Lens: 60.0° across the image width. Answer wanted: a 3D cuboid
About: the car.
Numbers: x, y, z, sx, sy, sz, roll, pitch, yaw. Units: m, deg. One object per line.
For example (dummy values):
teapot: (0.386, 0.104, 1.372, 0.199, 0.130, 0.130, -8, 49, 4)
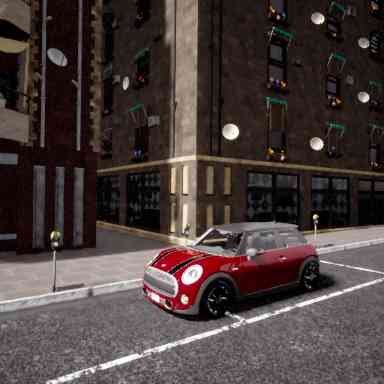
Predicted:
car: (0.944, 1.442, 7.358, 4.097, 1.590, 1.967, 0, 1, -35)
